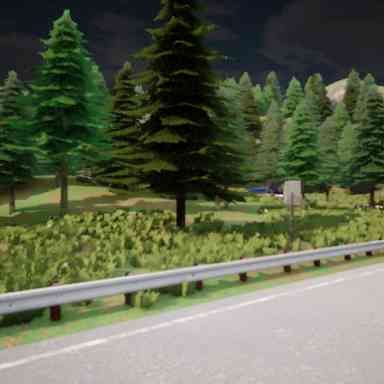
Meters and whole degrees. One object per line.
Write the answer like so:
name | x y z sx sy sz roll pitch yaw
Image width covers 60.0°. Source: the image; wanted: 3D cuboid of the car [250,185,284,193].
car | 12.144 -0.140 53.874 5.566 2.045 2.150 5 1 19
